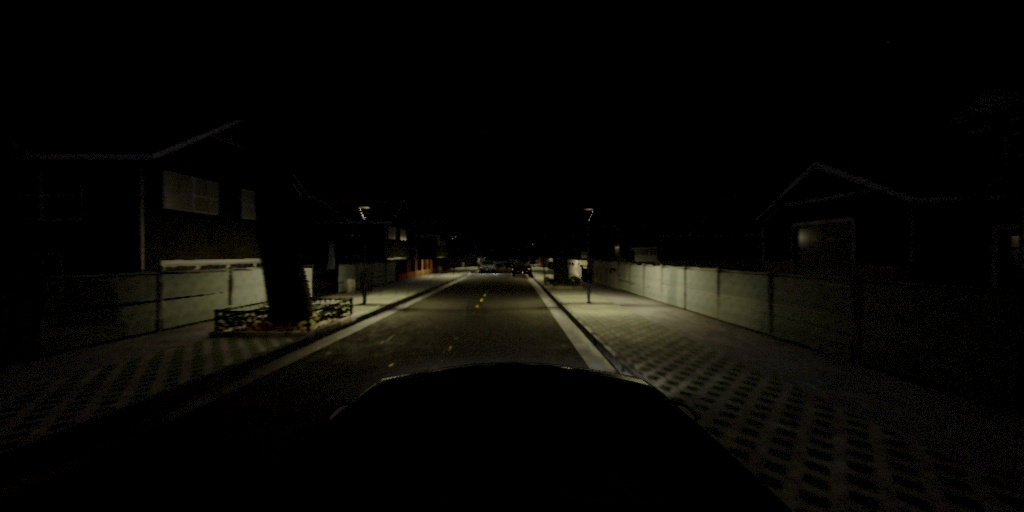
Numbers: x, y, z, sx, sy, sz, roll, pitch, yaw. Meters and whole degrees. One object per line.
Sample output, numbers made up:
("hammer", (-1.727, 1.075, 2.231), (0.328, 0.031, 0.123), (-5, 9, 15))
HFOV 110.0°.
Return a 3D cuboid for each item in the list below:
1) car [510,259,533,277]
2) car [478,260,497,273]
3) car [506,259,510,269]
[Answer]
("car", (0.967, 1.234, 34.911), (1.837, 1.490, 4.892), (0, 0, 0))
("car", (-2.818, 1.243, 42.693), (1.812, 1.442, 4.674), (0, 0, 0))
("car", (0.019, 1.190, 53.093), (2.128, 1.511, 4.902), (0, 0, 0))
